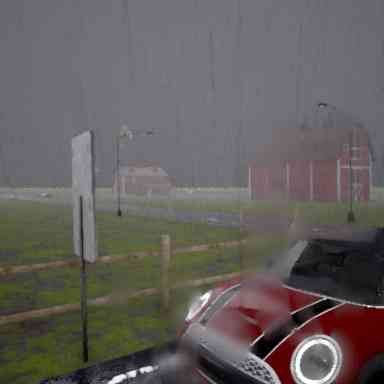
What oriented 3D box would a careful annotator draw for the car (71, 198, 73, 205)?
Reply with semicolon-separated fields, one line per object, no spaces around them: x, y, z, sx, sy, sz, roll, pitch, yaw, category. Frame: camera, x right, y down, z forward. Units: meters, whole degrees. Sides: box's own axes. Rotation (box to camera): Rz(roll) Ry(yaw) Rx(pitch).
-17.091;1.251;50.928;1.837;1.490;4.892;-2;1;-36;car

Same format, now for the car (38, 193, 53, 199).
-35.466;1.021;81.326;1.837;1.490;4.892;-2;1;-36;car

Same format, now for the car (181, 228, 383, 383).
2.079;1.341;4.356;4.553;1.767;2.097;0;0;-35;car
